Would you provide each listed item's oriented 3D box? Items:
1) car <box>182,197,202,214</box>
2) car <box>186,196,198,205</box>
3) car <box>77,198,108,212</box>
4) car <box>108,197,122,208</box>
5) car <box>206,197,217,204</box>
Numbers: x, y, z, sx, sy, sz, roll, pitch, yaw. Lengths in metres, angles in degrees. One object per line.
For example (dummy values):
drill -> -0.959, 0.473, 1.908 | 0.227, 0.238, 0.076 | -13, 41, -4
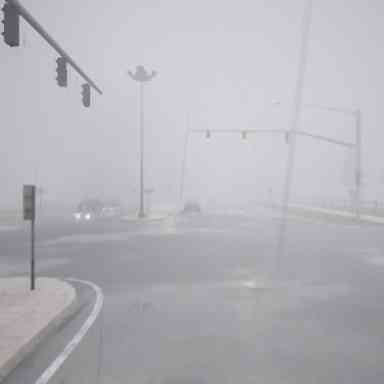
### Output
car -> 0.004, 1.489, 34.902 | 1.812, 1.442, 4.674 | 0, 0, 0
car -> 0.006, 1.501, 60.336 | 1.994, 1.385, 4.181 | 0, 0, 0
car -> -11.590, 1.452, 38.167 | 2.128, 1.511, 4.902 | 0, 0, 0
car -> -11.554, 1.497, 48.458 | 2.033, 1.411, 5.357 | 0, 0, 1
car -> 3.506, 1.538, 60.367 | 1.895, 1.301, 4.718 | 0, 0, 0
